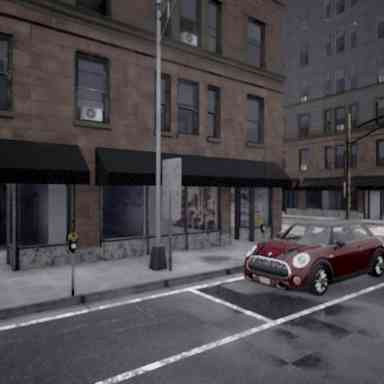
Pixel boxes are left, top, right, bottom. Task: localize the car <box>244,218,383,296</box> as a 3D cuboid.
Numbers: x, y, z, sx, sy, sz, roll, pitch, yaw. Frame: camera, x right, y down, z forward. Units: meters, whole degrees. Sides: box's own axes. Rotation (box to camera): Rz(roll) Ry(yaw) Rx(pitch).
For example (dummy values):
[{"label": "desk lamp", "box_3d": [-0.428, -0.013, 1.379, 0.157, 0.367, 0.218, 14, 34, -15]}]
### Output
[{"label": "car", "box_3d": [3.234, 1.468, 8.660, 4.097, 1.590, 1.967, 0, 0, -37]}]
